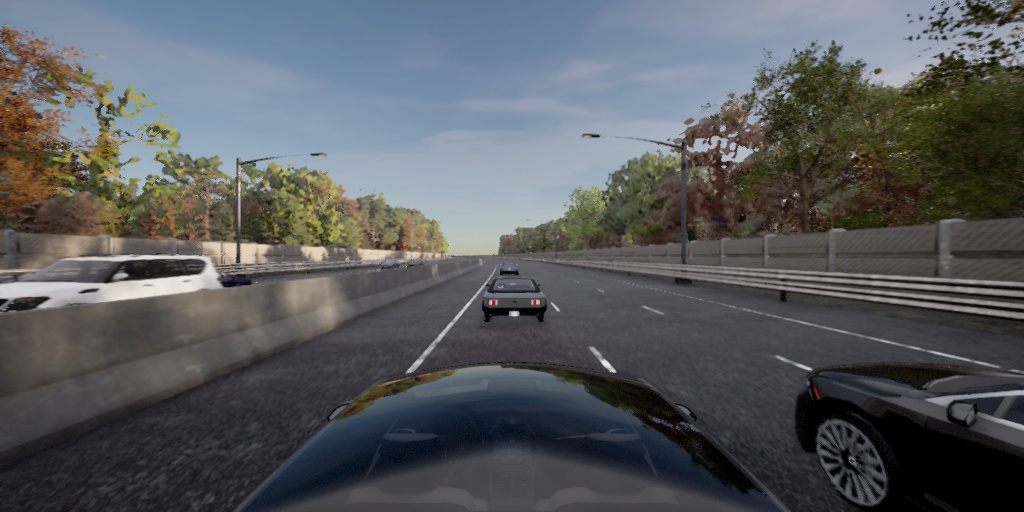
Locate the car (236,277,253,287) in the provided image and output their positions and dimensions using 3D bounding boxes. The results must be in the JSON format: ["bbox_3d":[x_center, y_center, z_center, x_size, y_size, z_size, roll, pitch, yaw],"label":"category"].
[{"bbox_3d":[-14.172,1.359,16.095,1.895,1.301,4.718,0,0,-1],"label":"car"}]

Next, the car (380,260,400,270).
[{"bbox_3d":[-18.371,1.293,54.503,1.812,1.442,4.674,0,0,-1],"label":"car"}]

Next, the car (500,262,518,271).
[{"bbox_3d":[-0.319,1.329,39.119,1.994,1.385,4.181,0,0,-1],"label":"car"}]

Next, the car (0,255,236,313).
[{"bbox_3d":[-10.627,0.977,9.540,2.150,2.045,5.566,0,0,0],"label":"car"}]

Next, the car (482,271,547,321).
[{"bbox_3d":[0.056,1.355,12.422,1.895,1.301,4.718,0,0,0],"label":"car"}]

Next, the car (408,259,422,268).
[{"bbox_3d":[-14.931,1.274,56.435,1.837,1.490,4.892,0,0,-1],"label":"car"}]

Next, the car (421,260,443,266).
[{"bbox_3d":[-11.326,1.316,52.755,2.033,1.411,5.357,0,0,-1],"label":"car"}]

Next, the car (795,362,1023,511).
[{"bbox_3d":[3.591,1.240,1.393,2.128,1.511,4.902,0,0,0],"label":"car"}]

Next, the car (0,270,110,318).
[{"bbox_3d":[-17.640,1.305,12.148,2.033,1.411,5.357,0,0,0],"label":"car"}]

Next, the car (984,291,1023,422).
[{"bbox_3d":[7.091,1.226,2.164,1.882,1.535,5.008,0,0,0],"label":"car"}]
